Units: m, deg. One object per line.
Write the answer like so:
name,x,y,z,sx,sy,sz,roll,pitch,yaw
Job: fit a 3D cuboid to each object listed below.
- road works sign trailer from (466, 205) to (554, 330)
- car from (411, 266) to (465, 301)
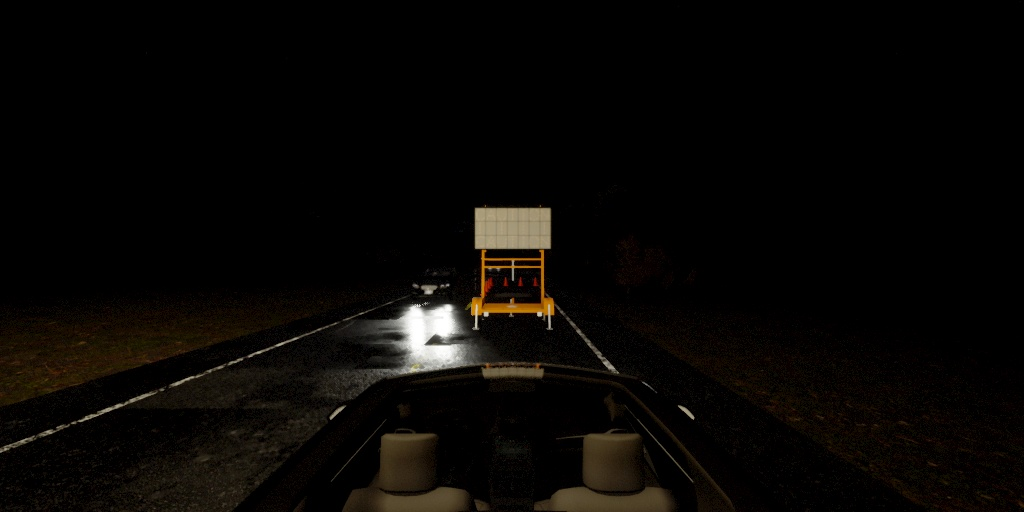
road works sign trailer,0.028,0.215,11.140,2.380,3.560,2.880,0,0,0
car,-3.452,1.244,17.345,2.128,1.511,4.902,0,0,0
